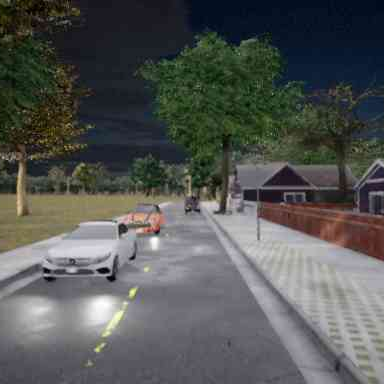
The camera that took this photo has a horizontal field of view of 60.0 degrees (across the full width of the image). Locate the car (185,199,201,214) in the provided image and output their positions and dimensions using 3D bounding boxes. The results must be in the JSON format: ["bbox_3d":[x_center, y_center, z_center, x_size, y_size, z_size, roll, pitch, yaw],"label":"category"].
[{"bbox_3d":[0.096,1.886,39.850,1.895,1.301,4.718,0,0,0],"label":"car"}]

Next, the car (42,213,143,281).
[{"bbox_3d":[-2.850,1.608,10.236,1.812,1.442,4.674,0,0,0],"label":"car"}]

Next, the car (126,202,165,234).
[{"bbox_3d":[-2.836,1.511,20.277,2.097,1.767,4.553,0,0,0],"label":"car"}]

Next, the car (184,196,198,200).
[{"bbox_3d":[0.005,1.555,49.925,2.150,2.045,5.566,0,0,0],"label":"car"}]
